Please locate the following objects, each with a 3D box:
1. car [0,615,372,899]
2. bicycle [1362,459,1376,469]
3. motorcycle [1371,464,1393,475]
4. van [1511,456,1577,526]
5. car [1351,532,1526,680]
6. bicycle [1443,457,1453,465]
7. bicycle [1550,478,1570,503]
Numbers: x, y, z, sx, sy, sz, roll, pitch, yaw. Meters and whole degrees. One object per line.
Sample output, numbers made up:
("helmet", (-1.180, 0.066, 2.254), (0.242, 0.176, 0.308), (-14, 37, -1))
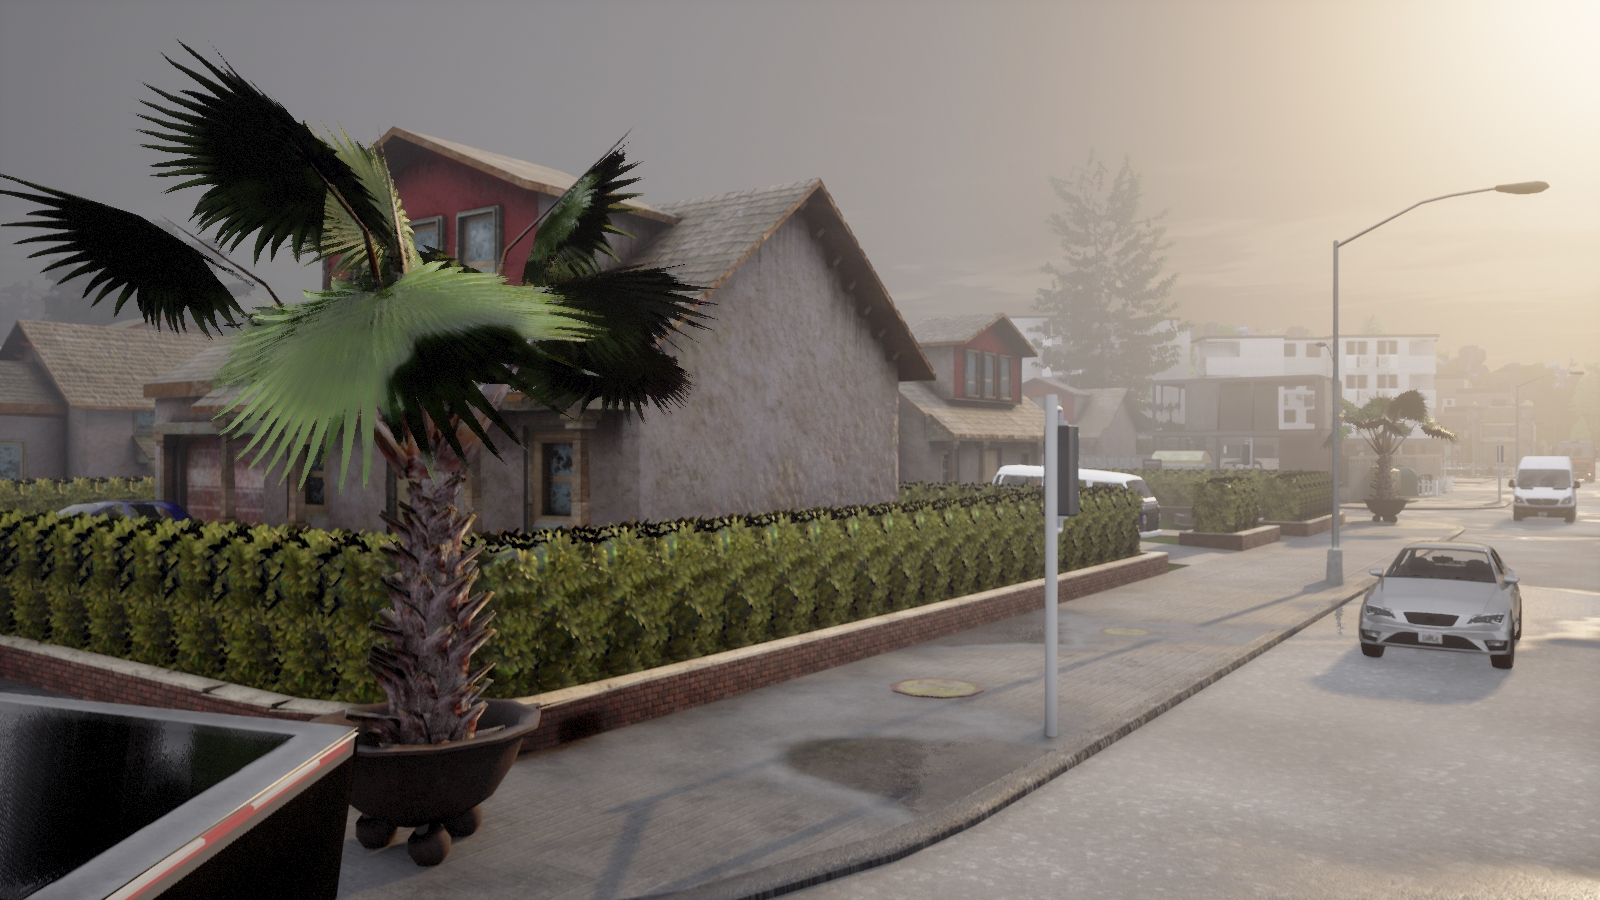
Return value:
("car", (-4.935, 1.751, 3.602), (6.274, 2.098, 2.390), (0, 0, -1))
("bicycle", (82.601, 2.049, 165.883), (1.835, 1.471, 0.329), (0, 0, 35))
("motorcycle", (64.662, 2.178, 126.977), (2.033, 1.199, 0.803), (0, 0, 35))
("van", (29.580, 1.533, 45.320), (1.988, 2.561, 5.915), (0, 0, 35))
("car", (9.117, 2.064, 16.144), (1.816, 1.474, 4.193), (0, 0, 34))
("bicycle", (123.214, 2.046, 217.330), (1.643, 1.496, 0.373), (0, 0, 35))
("bicycle", (40.643, 2.157, 61.115), (0.859, 1.276, 1.487), (0, 0, 35))
